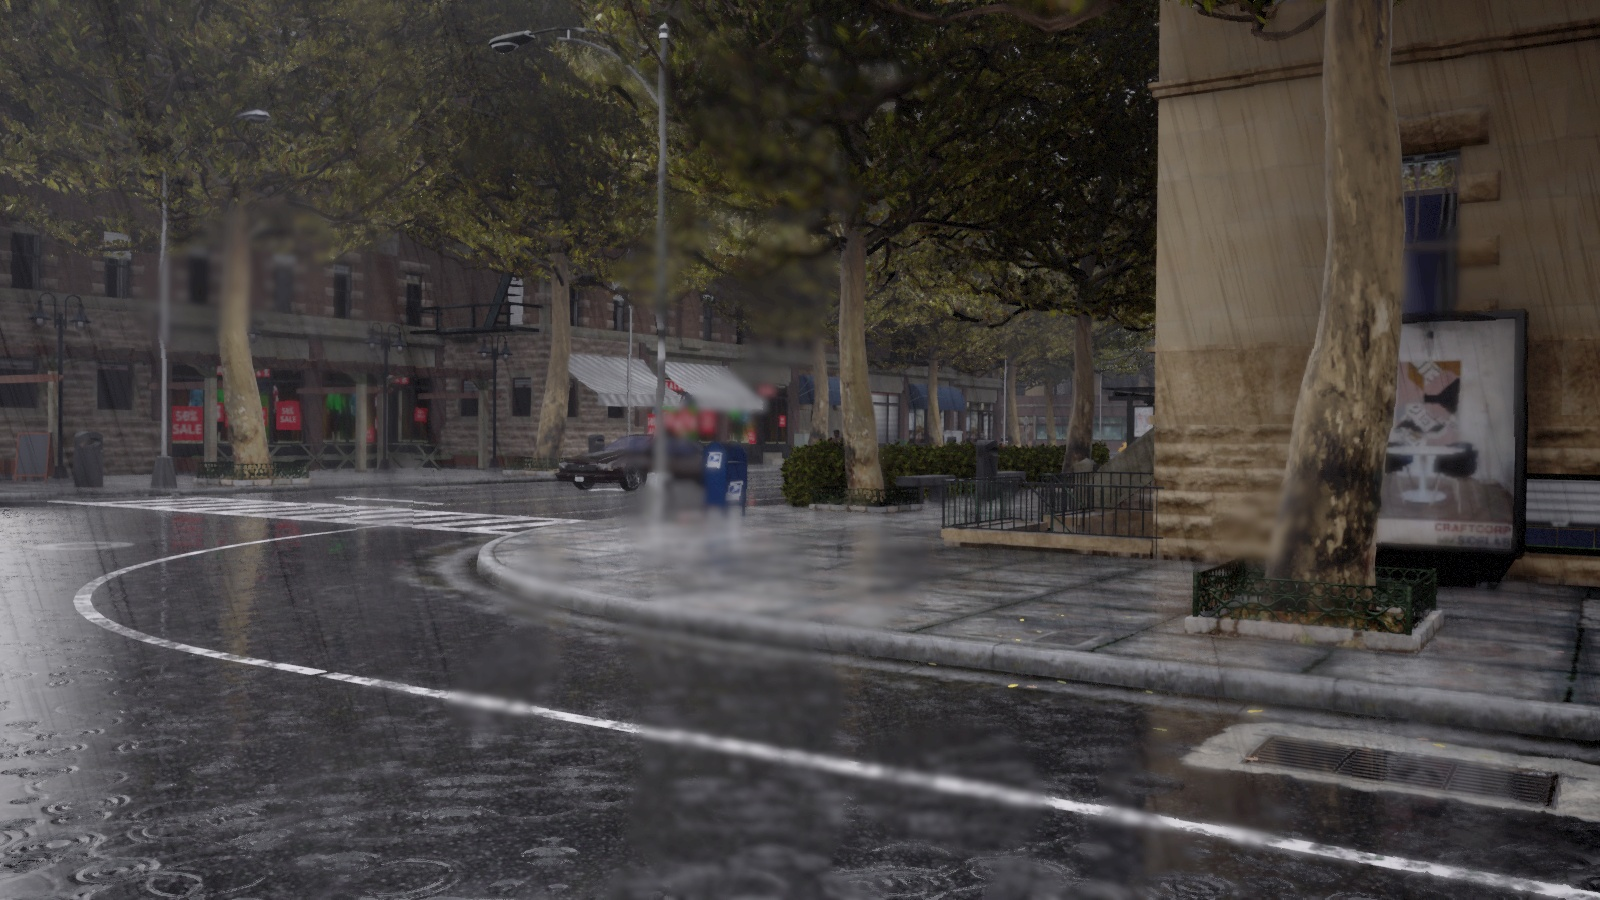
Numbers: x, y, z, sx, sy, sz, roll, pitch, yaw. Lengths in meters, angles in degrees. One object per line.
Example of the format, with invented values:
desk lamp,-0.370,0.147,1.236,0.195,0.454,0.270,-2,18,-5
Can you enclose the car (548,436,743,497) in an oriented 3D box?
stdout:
car,-3.879,0.368,32.640,2.033,1.411,5.357,0,1,33
